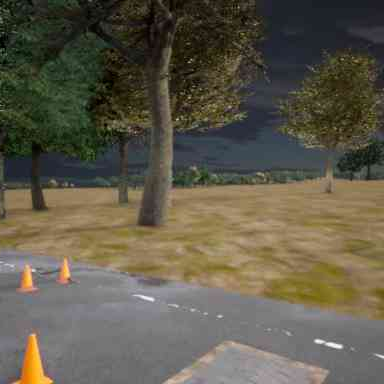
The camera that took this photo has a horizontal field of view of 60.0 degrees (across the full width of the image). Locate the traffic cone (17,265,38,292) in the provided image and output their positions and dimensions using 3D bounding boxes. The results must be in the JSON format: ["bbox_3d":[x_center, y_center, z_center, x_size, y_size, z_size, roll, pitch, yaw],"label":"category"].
[{"bbox_3d":[-3.928,2.031,7.940,0.340,0.580,0.340,0,-1,36],"label":"traffic cone"}]

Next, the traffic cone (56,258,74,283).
[{"bbox_3d":[-3.335,2.041,8.744,0.340,0.580,0.340,0,-1,36],"label":"traffic cone"}]

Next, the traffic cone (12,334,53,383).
[{"bbox_3d":[-1.897,1.989,3.955,0.340,0.580,0.340,0,-1,36],"label":"traffic cone"}]
